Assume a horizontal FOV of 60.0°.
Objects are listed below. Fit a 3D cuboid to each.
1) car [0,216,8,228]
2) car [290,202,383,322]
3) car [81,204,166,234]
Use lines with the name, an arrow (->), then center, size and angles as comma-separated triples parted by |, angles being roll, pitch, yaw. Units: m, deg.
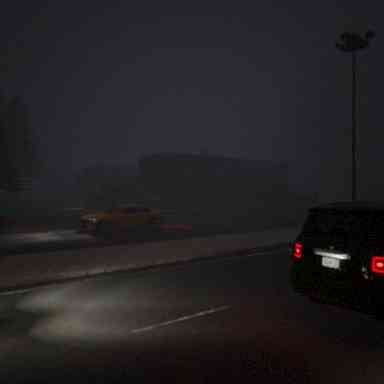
car -> -12.600, 1.601, 17.727 | 4.718, 1.301, 1.895 | 0, 0, -35
car -> 4.406, 1.224, 6.888 | 5.566, 2.045, 2.150 | 0, 0, -35
car -> -3.949, 1.481, 19.582 | 5.008, 1.535, 1.882 | 0, 0, -35
